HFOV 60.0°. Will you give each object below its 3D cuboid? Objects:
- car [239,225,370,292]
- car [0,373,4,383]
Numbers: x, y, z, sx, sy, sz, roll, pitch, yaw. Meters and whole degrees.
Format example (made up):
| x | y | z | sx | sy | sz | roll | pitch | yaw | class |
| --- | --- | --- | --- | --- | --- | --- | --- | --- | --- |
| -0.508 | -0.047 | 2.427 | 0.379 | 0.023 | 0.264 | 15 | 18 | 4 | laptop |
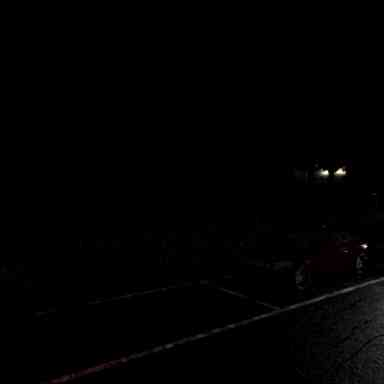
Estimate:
| x | y | z | sx | sy | sz | roll | pitch | yaw | class |
| --- | --- | --- | --- | --- | --- | --- | --- | --- | --- |
| 3.140 | 1.584 | 8.902 | 4.206 | 1.307 | 1.802 | 0 | 0 | -35 | car |
| -3.127 | 1.352 | 1.121 | 4.553 | 1.767 | 2.097 | 0 | 0 | -35 | car |
